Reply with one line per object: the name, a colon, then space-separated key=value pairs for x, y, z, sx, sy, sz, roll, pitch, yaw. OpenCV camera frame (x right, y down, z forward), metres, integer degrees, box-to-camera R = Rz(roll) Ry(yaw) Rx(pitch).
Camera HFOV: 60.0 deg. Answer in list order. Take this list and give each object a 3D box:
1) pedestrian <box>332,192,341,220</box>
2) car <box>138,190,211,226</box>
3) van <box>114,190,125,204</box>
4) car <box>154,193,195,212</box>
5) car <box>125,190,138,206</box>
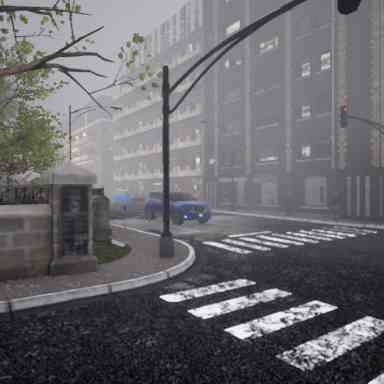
pedestrian: x=9.495 y=0.901 z=21.964 sx=0.375 sy=1.860 sz=0.375 roll=1 pitch=-1 yaw=-36
car: x=-1.104 y=0.920 z=21.656 sx=2.150 sy=2.045 sz=5.566 roll=0 pitch=2 yaw=-36
van: x=-8.299 y=0.654 z=41.312 sx=1.690 sy=1.788 sz=3.998 roll=1 pitch=1 yaw=-36
car: x=-1.776 y=0.949 z=32.401 sx=1.967 sy=1.590 sz=4.097 roll=1 pitch=1 yaw=-36
car: x=-5.036 y=0.726 z=36.855 sx=2.192 sy=1.841 sz=5.009 roll=1 pitch=1 yaw=-36
